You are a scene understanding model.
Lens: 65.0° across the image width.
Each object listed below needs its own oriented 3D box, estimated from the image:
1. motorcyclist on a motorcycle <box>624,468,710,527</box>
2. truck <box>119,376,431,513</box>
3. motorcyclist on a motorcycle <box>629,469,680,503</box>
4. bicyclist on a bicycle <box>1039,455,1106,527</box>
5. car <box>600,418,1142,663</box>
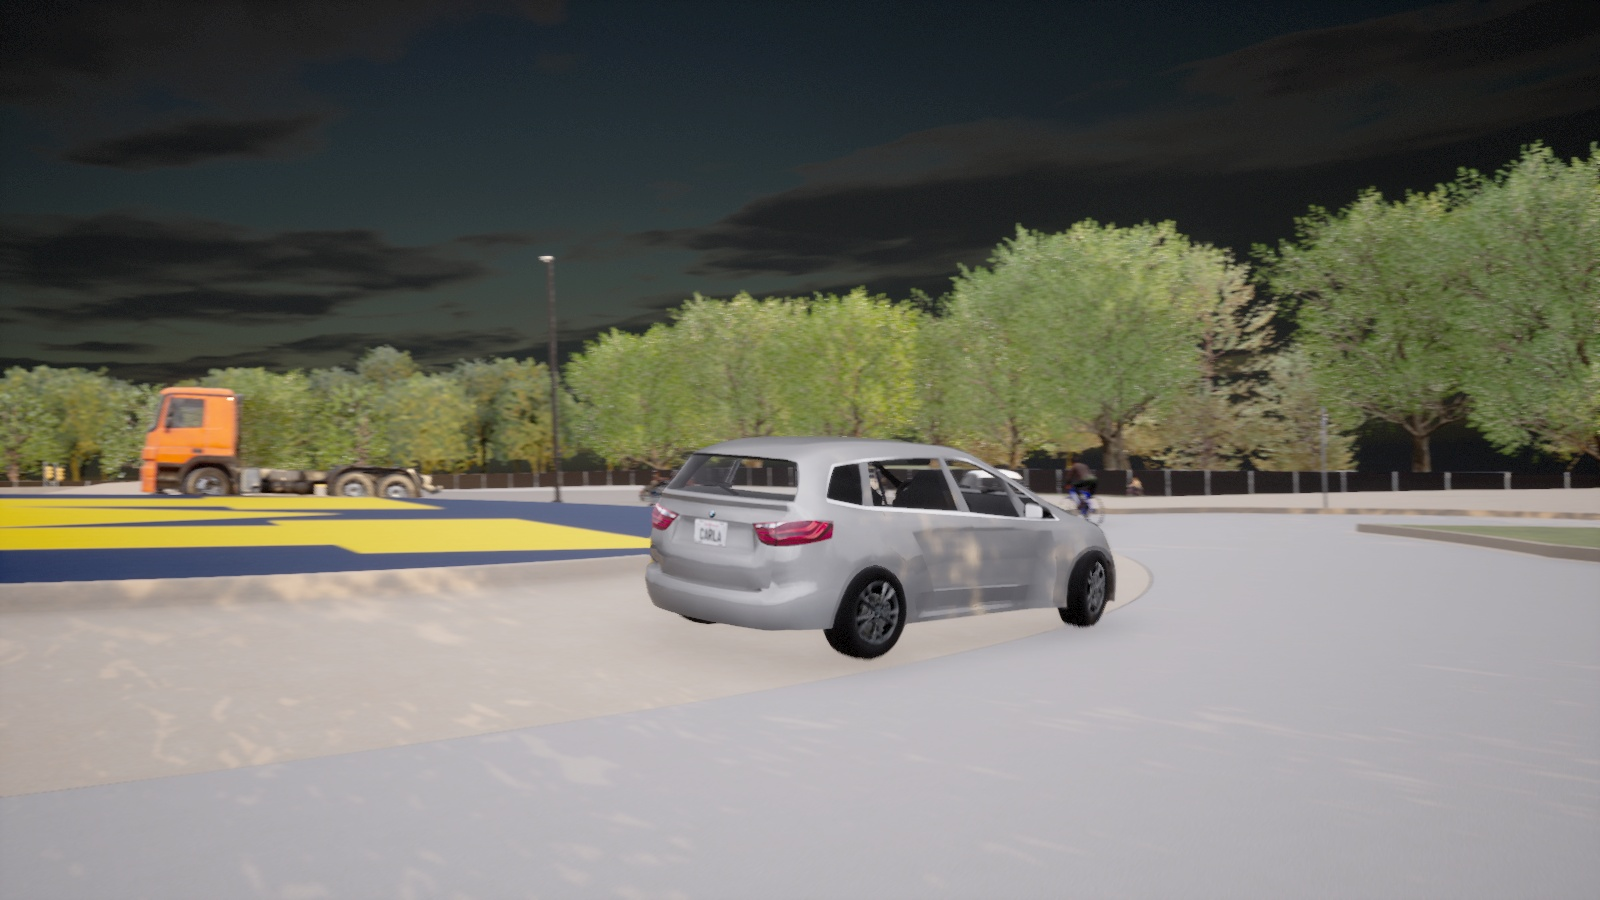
[{"bbox_3d":[-3.668,1.315,34.608,2.191,1.530,0.866,-1,-6,27],"label":"motorcyclist on a motorcycle"},{"bbox_3d":[-15.082,-0.001,36.578,7.936,3.462,2.891,3,-4,-23],"label":"truck"},{"bbox_3d":[-7.223,1.775,62.409,2.350,1.649,0.766,2,-2,-33],"label":"motorcyclist on a motorcycle"},{"bbox_3d":[6.389,0.966,29.523,0.582,1.620,1.656,-3,-1,-25],"label":"bicyclist on a bicycle"},{"bbox_3d":[0.805,0.667,11.218,4.611,1.667,2.242,2,1,-45],"label":"car"}]
